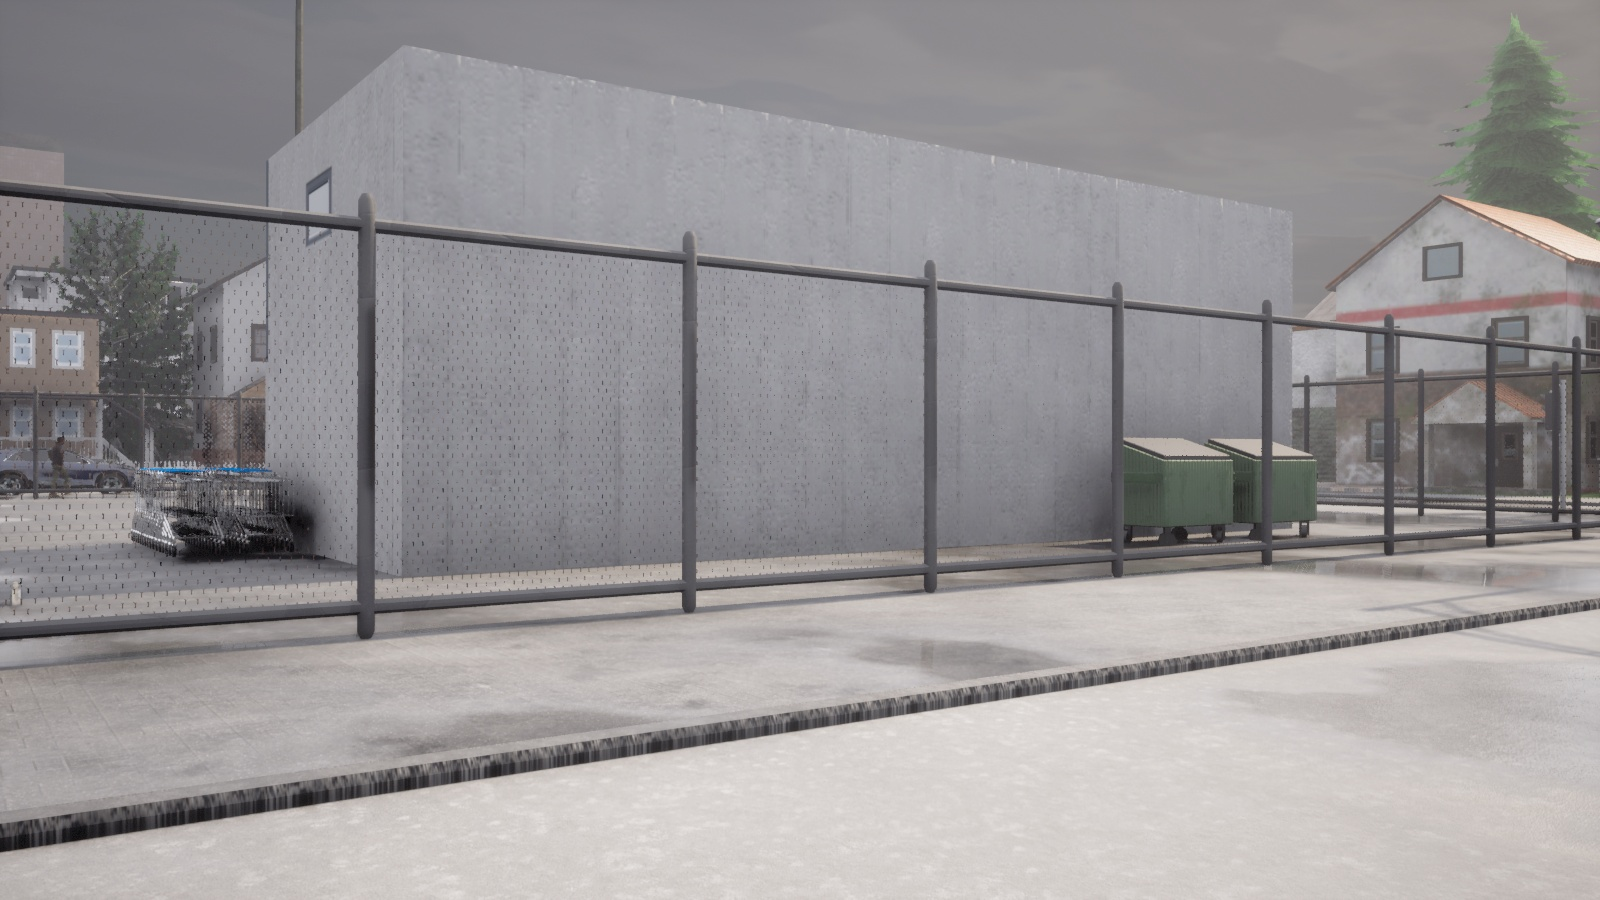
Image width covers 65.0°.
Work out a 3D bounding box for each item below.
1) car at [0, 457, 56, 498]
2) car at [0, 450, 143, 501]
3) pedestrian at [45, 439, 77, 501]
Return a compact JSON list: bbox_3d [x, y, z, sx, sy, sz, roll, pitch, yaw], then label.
[{"bbox_3d":[-29.251,0.962,43.994,5.357,1.411,2.033,0,0,-35],"label":"car"},{"bbox_3d":[-24.908,0.831,42.177,4.856,1.649,2.033,0,0,-34],"label":"car"},{"bbox_3d":[-22.369,0.595,38.011,0.431,1.840,0.703,0,0,36],"label":"pedestrian"}]
